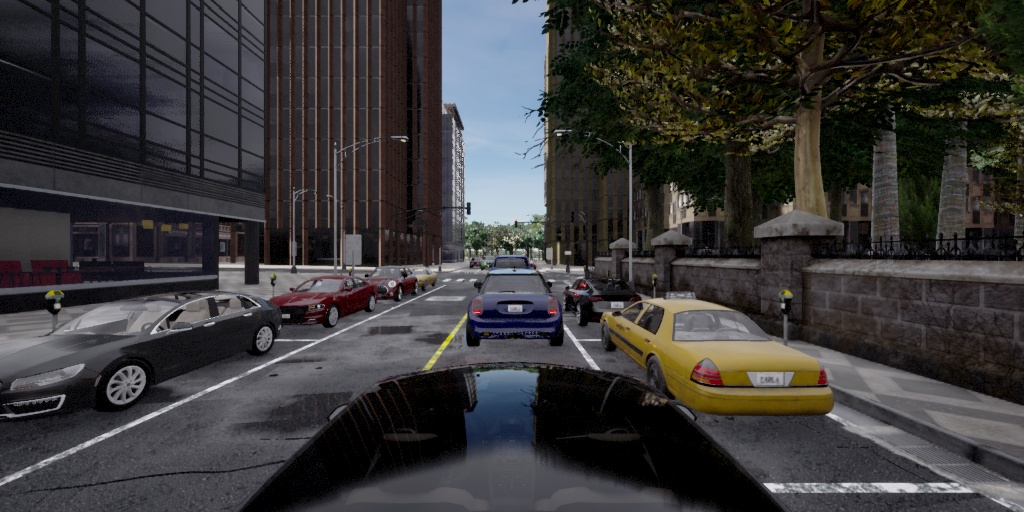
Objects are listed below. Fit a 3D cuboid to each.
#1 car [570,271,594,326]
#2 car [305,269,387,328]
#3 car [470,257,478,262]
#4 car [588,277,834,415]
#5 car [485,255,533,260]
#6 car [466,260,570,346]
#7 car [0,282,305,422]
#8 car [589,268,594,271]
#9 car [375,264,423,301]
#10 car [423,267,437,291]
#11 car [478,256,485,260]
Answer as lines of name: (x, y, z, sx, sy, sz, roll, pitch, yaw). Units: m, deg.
car: (2.742, 1.316, 11.425, 1.948, 1.339, 4.313, 0, 0, 0)
car: (-5.783, 1.295, 11.405, 1.888, 1.381, 4.507, 0, 0, 0)
car: (-5.884, 1.079, 59.726, 2.192, 1.841, 5.009, 0, 0, 0)
car: (2.753, 1.275, 6.138, 1.751, 1.417, 4.829, 0, 0, 0)
car: (-0.031, 0.973, 18.961, 2.150, 2.045, 5.566, 0, 0, 0)
car: (0.037, 1.102, 9.527, 2.097, 1.767, 4.553, 0, 0, -1)
car: (-5.772, 1.300, 5.948, 2.007, 1.370, 4.403, 0, 0, 0)
car: (10.100, 1.530, 37.061, 5.357, 1.411, 2.033, 1, 0, 0)
car: (-5.795, 1.190, 16.862, 1.967, 1.591, 4.097, 0, 0, 0)
car: (-5.806, 1.277, 22.149, 1.751, 1.417, 4.829, 0, 0, 0)
car: (-3.205, 0.982, 51.202, 2.150, 2.045, 5.566, 0, 0, -1)
